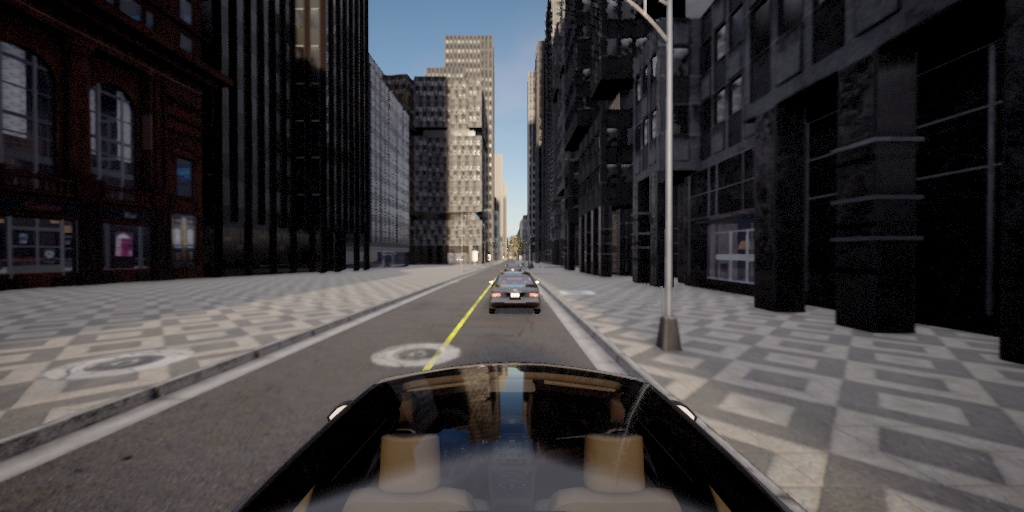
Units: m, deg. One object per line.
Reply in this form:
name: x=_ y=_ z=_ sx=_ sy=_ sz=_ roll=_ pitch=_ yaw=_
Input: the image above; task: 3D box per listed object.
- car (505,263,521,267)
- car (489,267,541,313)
car: x=0.091 y=1.491 z=41.490 sx=1.994 sy=1.385 sz=4.181 roll=0 pitch=0 yaw=0
car: x=0.098 y=1.307 z=13.978 sx=2.033 sy=1.411 sz=5.357 roll=0 pitch=0 yaw=0
